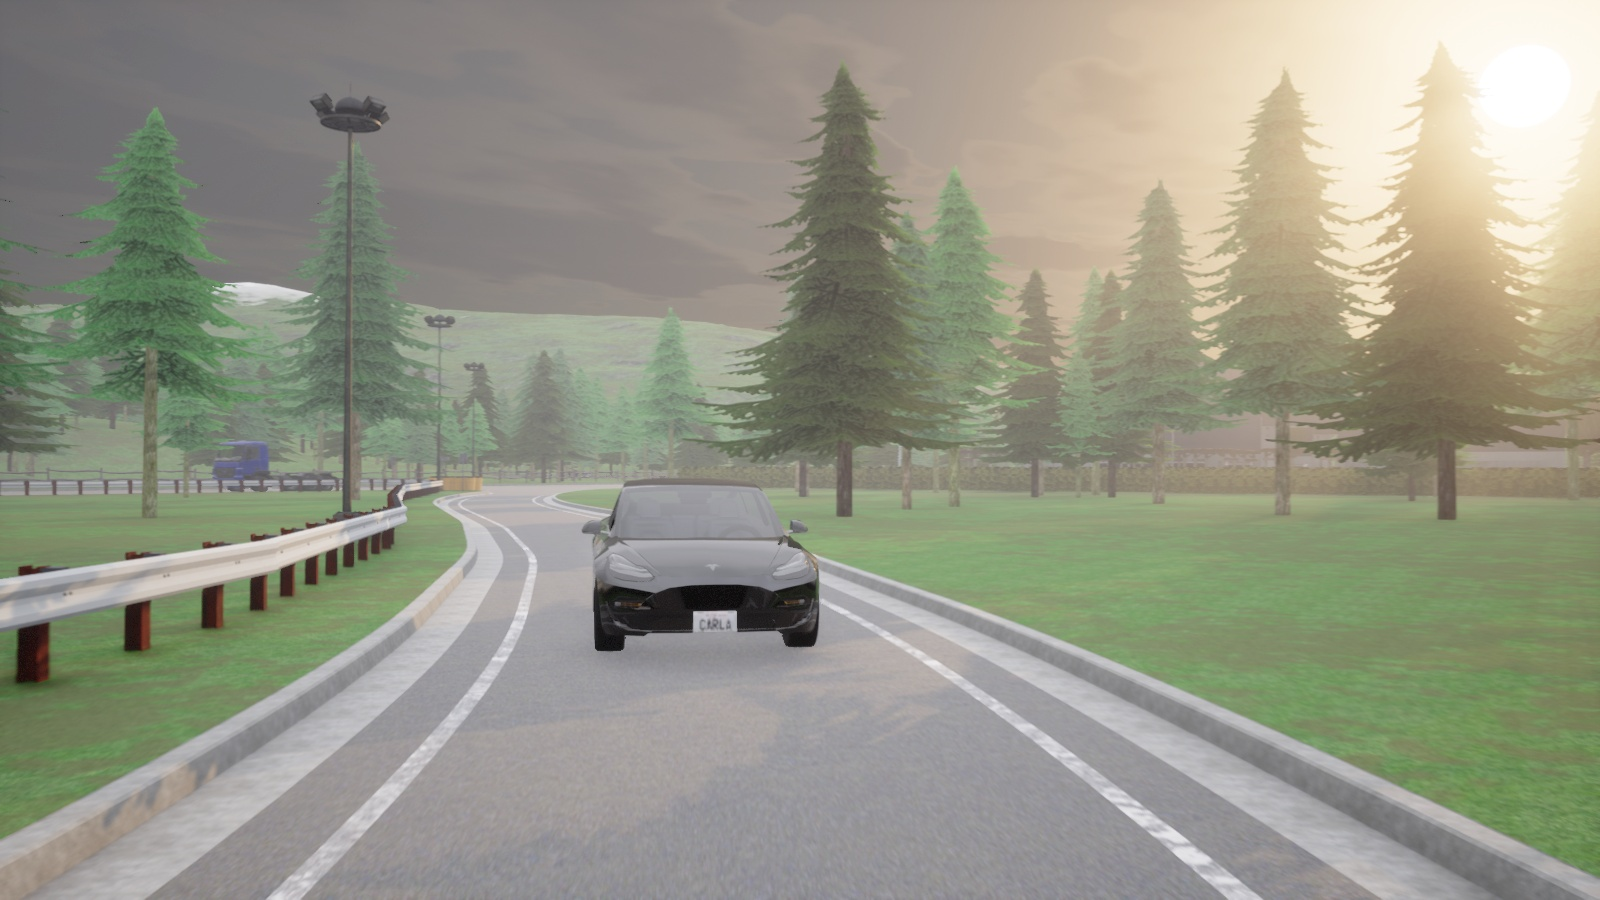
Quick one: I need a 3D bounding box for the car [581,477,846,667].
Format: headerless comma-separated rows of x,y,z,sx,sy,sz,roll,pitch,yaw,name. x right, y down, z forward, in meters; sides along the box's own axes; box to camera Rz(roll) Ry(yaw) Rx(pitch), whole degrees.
-1.097,1.031,12.612,2.163,1.488,4.792,0,-1,-10,car

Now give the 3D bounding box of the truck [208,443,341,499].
-34.605,1.383,82.993,2.891,3.462,7.936,-1,-1,31,truck
